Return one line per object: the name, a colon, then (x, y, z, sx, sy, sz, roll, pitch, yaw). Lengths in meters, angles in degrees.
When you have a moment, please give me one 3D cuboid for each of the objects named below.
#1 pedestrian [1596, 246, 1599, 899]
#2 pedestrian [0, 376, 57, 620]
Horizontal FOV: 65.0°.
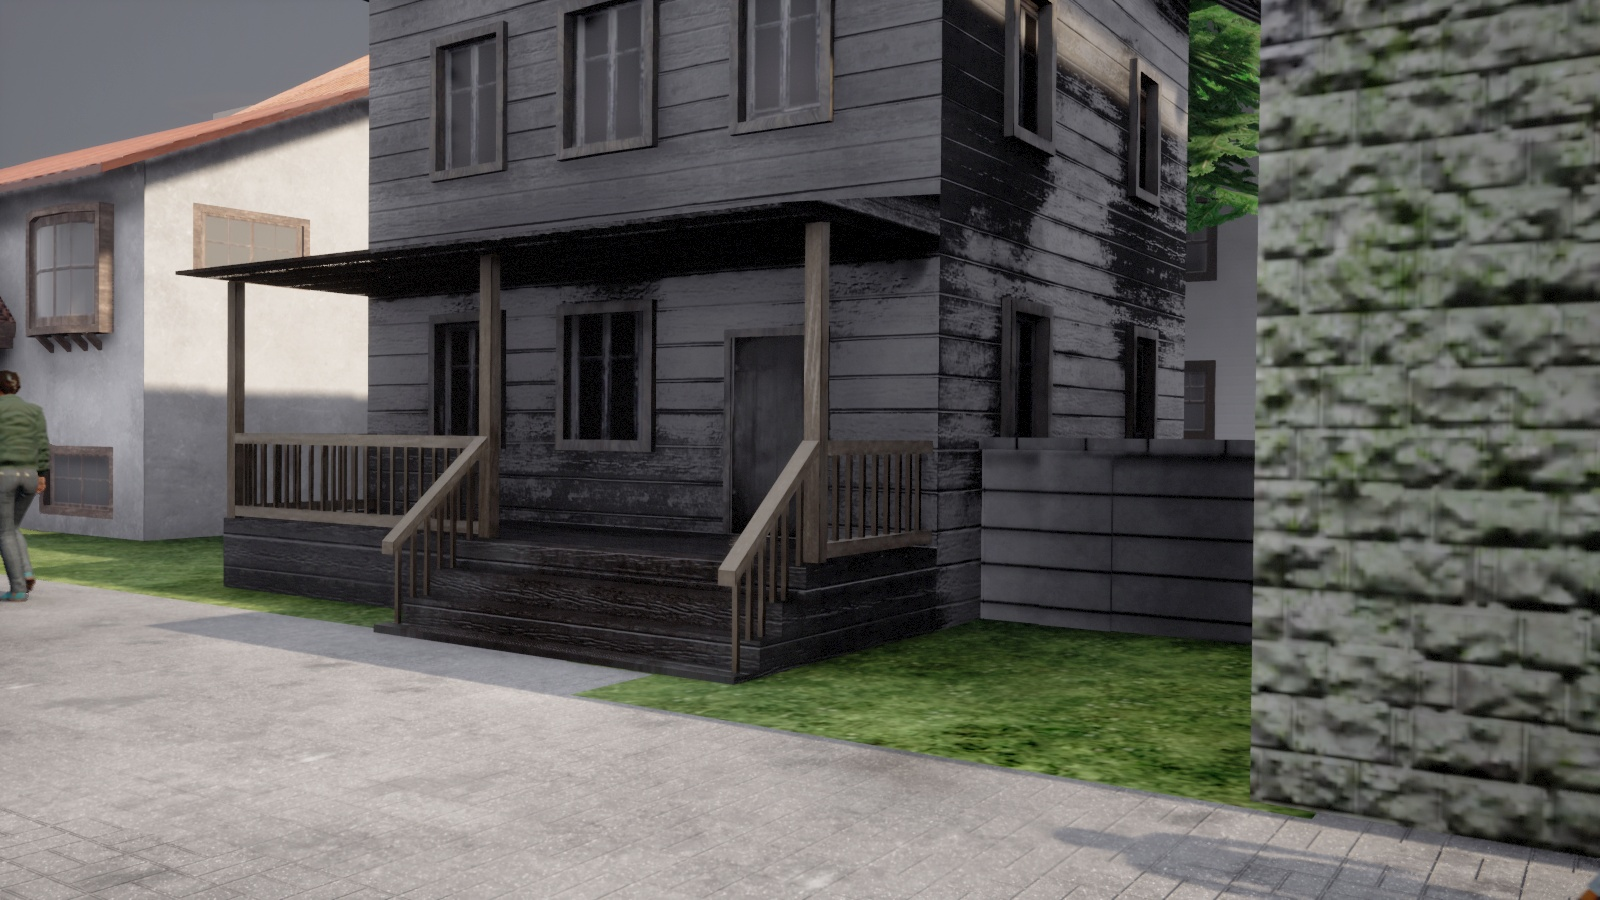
pedestrian: (2.467, 0.373, 3.331, 0.594, 1.836, 0.345, 0, 1, 34)
pedestrian: (-6.186, 0.363, 9.837, 0.614, 1.847, 0.353, 0, 1, 31)
